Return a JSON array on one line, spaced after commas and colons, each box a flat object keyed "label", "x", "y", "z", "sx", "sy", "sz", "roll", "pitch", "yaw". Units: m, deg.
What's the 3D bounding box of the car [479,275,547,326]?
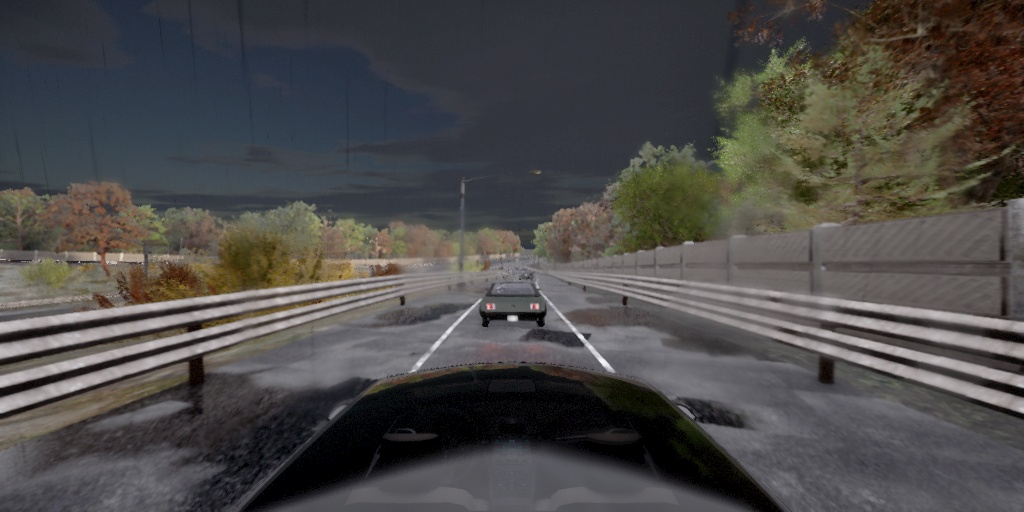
[{"label": "car", "x": 0.051, "y": 1.472, "z": 12.080, "sx": 1.895, "sy": 1.301, "sz": 4.718, "roll": 0, "pitch": -1, "yaw": 1}]

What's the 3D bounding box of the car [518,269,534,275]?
[{"label": "car", "x": 2.026, "y": 2.655, "z": 50.978, "sx": 2.097, "sy": 1.767, "sz": 4.553, "roll": 0, "pitch": -2, "yaw": 4}]
